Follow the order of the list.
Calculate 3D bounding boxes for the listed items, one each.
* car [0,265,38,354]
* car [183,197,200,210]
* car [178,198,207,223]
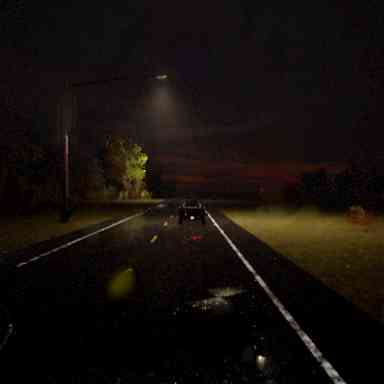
[{"bbox_3d":[-3.511,1.547,3.268,2.033,1.411,5.357,0,0,0],"label":"car"},{"bbox_3d":[-0.059,1.465,42.362,2.128,1.511,4.902,0,0,0],"label":"car"},{"bbox_3d":[0.009,1.490,24.956,1.837,1.490,4.892,0,0,0],"label":"car"}]
